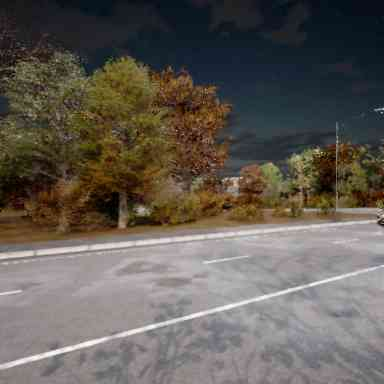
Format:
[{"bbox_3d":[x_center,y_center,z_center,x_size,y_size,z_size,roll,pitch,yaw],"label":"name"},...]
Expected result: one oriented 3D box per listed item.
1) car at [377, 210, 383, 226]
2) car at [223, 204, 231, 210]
[{"bbox_3d":[14.800,1.443,22.925,4.553,1.767,2.097,0,0,-34],"label":"car"},{"bbox_3d":[7.738,2.873,61.806,2.128,1.511,4.902,0,-3,-32],"label":"car"}]
